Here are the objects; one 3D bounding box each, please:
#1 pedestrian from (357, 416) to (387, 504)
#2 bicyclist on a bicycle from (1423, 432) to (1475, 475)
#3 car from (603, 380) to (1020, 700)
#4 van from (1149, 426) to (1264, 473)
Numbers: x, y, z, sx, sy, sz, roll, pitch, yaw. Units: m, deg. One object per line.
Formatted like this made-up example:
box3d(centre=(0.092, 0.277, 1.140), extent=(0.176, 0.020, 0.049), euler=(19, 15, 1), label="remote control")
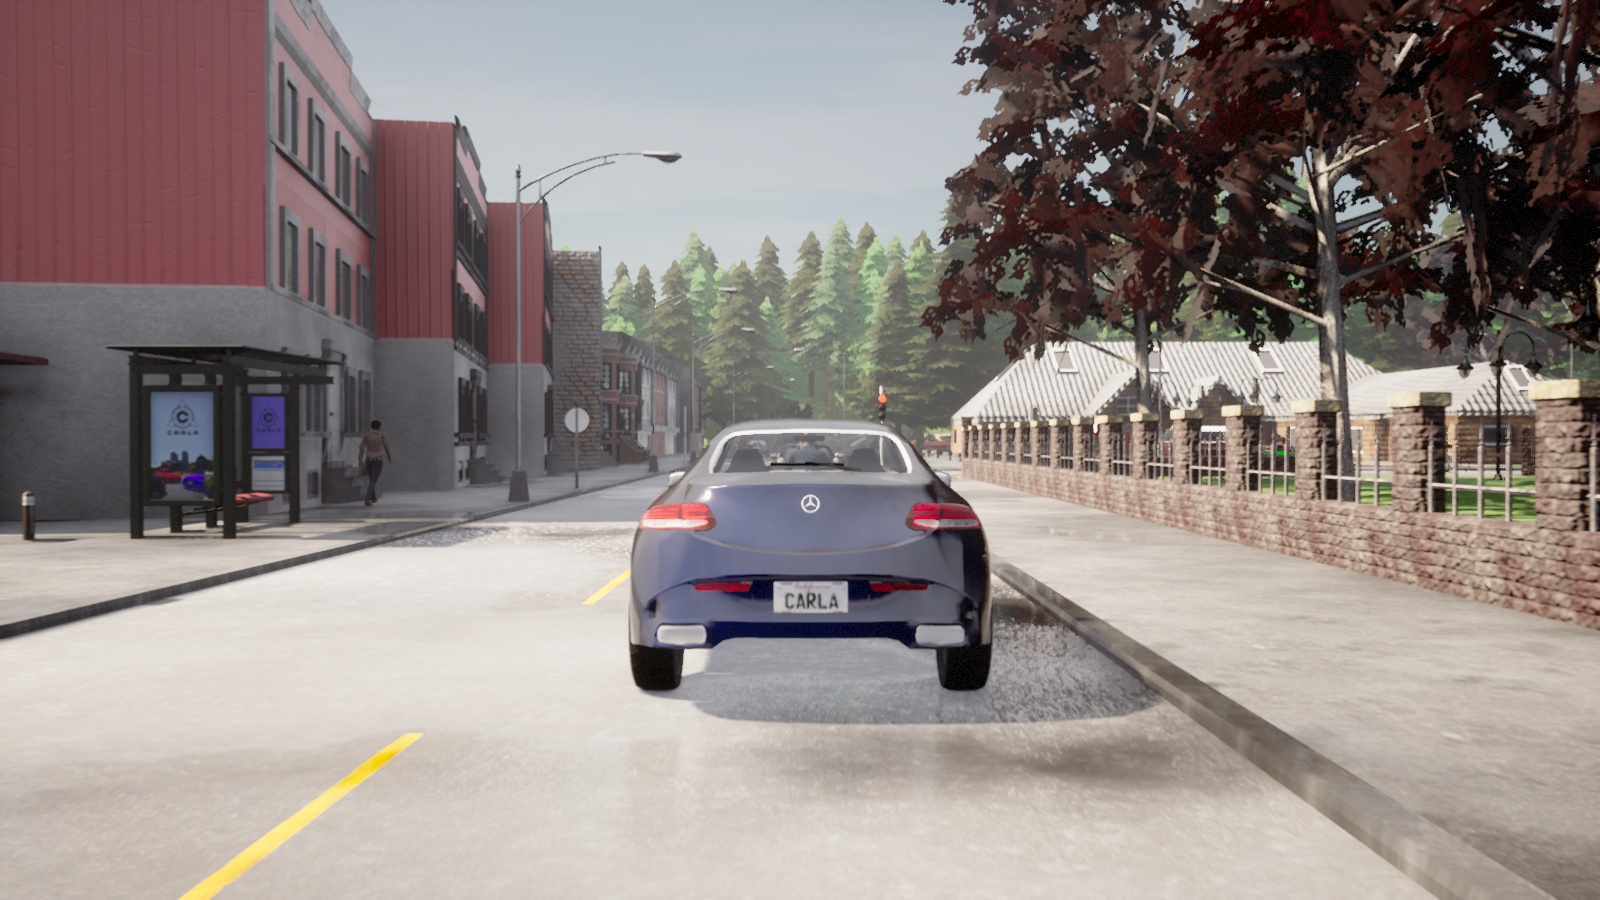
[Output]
box3d(centre=(-8.907, 0.203, 26.142), extent=(0.328, 1.805, 0.869), euler=(0, 1, 0), label="pedestrian")
box3d(centre=(26.792, 0.151, 51.850), extent=(1.843, 1.776, 0.659), euler=(0, 1, -1), label="bicyclist on a bicycle")
box3d(centre=(0.067, 0.440, 8.998), extent=(2.152, 1.651, 5.027), euler=(0, 1, 0), label="car")
box3d(centre=(18.061, -0.041, 55.951), extent=(4.480, 2.038, 2.069), euler=(0, 1, 0), label="van")
